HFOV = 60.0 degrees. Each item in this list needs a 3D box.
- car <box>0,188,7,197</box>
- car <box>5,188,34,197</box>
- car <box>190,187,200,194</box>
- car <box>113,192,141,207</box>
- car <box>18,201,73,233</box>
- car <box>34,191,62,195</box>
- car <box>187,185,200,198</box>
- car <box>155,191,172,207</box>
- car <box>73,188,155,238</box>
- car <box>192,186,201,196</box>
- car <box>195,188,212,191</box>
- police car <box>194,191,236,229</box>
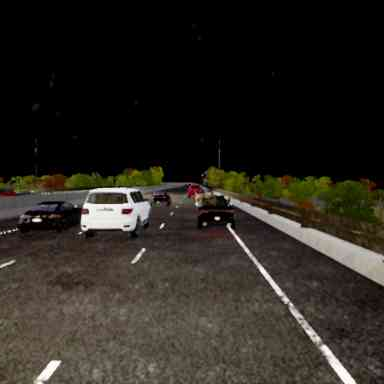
[{"bbox_3d":[-24.206,0.315,42.145,2.097,1.767,4.553,0,2,1],"label":"car"},{"bbox_3d":[-20.714,0.516,41.904,2.033,1.411,5.357,0,1,1],"label":"car"},{"bbox_3d":[0.628,-0.332,69.793,2.128,1.511,4.902,0,1,1],"label":"car"},{"bbox_3d":[-6.595,0.720,34.067,1.994,1.385,4.181,0,1,1],"label":"car"},{"bbox_3d":[-6.754,1.154,16.539,1.994,1.385,4.181,0,1,1],"label":"car"},{"bbox_3d":[-17.222,0.585,41.203,1.895,1.301,4.718,0,1,1],"label":"car"},{"bbox_3d":[0.472,-0.085,52.577,2.150,2.045,5.566,0,1,1],"label":"car"},{"bbox_3d":[-3.102,0.666,33.253,2.128,1.511,4.902,0,1,1],"label":"car"},{"bbox_3d":[-3.265,0.843,15.225,2.150,2.045,5.566,0,1,1],"label":"car"},{"bbox_3d":[1.355,0.504,34.073,2.097,1.767,4.553,0,1,1],"label":"car"},{"bbox_3d":[1.303,0.751,28.297,1.801,1.575,5.366,0,1,1],"label":"car"},{"bbox_3d":[1.212,0.971,18.220,1.930,1.638,5.238,0,1,1],"label":"police car"}]
